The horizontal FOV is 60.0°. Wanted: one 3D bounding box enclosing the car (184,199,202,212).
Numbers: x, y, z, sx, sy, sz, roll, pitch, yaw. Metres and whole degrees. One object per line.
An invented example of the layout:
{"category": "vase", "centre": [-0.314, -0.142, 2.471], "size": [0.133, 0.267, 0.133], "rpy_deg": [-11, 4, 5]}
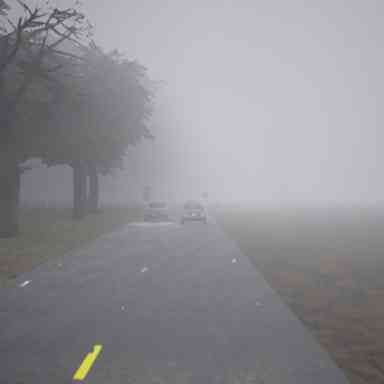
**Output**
{"category": "car", "centre": [0.114, 1.636, 40.639], "size": [1.994, 1.385, 4.181], "rpy_deg": [0, 0, 0]}

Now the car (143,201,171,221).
{"category": "car", "centre": [-2.781, 1.537, 27.350], "size": [1.837, 1.490, 4.892], "rpy_deg": [0, 0, 1]}

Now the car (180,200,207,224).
{"category": "car", "centre": [0.112, 1.574, 24.875], "size": [2.033, 1.411, 5.357], "rpy_deg": [0, 0, 0]}
